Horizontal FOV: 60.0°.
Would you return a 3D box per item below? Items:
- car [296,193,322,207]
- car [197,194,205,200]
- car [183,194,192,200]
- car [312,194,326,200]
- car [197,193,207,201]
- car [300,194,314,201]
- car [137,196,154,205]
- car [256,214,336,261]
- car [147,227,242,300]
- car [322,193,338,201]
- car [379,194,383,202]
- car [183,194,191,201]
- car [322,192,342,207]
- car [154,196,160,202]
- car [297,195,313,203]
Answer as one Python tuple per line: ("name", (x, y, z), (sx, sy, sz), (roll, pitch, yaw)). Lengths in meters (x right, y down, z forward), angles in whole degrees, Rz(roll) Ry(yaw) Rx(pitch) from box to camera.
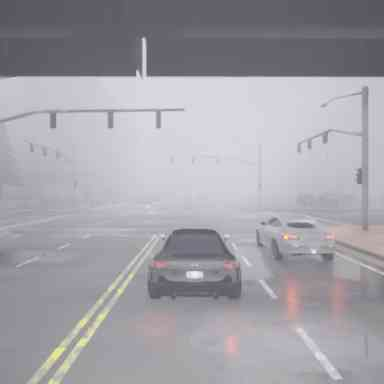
("car", (16.636, 1.108, 48.096), (1.932, 1.855, 4.605), (0, 0, 0))
("car", (2.328, 1.298, 86.767), (1.994, 1.385, 4.181), (0, 0, 0))
("car", (-1.172, 1.271, 86.743), (2.128, 1.511, 4.902), (0, 0, 0))
("car", (30.796, 1.288, 80.655), (1.784, 1.438, 3.905), (0, 0, 0))
("car", (2.389, 1.152, 77.698), (2.150, 2.045, 5.566), (0, 0, 0))
("car", (27.901, 1.320, 80.647), (1.970, 1.475, 3.806), (0, 0, 0))
("car", (-8.028, 1.512, 56.210), (1.994, 1.385, 4.181), (0, 0, 0))
("car", (3.580, 1.515, 12.075), (1.812, 1.442, 4.674), (0, 0, 0))
("car", (0.066, 1.556, 8.412), (1.994, 1.385, 4.181), (0, 0, 0))
("car", (33.480, 1.078, 80.714), (1.932, 1.855, 4.605), (0, 0, 0))
("car", (39.078, 1.091, 65.670), (1.932, 1.855, 4.605), (0, 0, 0))
("car", (-1.111, 1.522, 77.672), (1.895, 1.301, 4.718), (0, 0, 0))
("car", (19.531, 1.111, 48.051), (1.905, 1.878, 3.866), (0, 0, 0))
("car", (-8.071, 1.529, 71.731), (1.895, 1.301, 4.718), (0, 0, 0))
("car", (22.181, 1.334, 65.527), (1.970, 1.475, 3.806), (0, 0, 0))
